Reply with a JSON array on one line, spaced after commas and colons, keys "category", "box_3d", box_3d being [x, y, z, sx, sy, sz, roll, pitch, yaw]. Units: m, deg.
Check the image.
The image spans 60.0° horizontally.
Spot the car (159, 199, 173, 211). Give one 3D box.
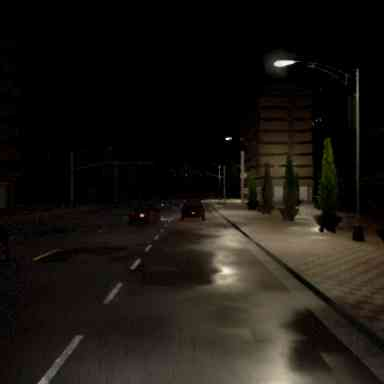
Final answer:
[{"category": "car", "box_3d": [-3.390, 1.540, 40.738, 2.033, 1.411, 5.357, 0, 0, 0]}]

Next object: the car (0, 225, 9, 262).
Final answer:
[{"category": "car", "box_3d": [-7.041, 1.349, 8.965, 2.097, 1.767, 4.553, 0, 0, 1]}]

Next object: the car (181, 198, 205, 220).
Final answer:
[{"category": "car", "box_3d": [0.087, 1.473, 27.754, 1.882, 1.535, 5.008, 0, 0, 0]}]

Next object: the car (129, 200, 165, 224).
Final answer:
[{"category": "car", "box_3d": [-3.384, 1.560, 24.511, 1.994, 1.385, 4.181, 0, 0, 0]}]

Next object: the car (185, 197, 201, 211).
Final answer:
[{"category": "car", "box_3d": [0.139, 1.470, 42.618, 1.882, 1.535, 5.008, 0, 0, 1]}]
